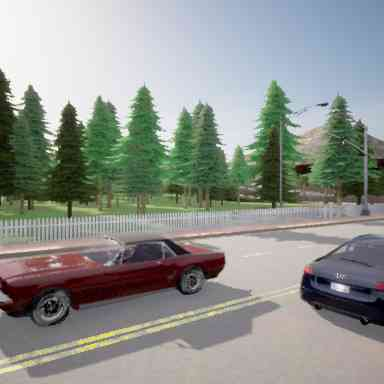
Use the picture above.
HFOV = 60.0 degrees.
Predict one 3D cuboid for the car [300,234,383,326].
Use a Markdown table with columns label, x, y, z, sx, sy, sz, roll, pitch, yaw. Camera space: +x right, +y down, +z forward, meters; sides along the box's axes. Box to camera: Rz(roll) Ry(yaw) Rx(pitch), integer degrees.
| label | x | y | z | sx | sy | sz | roll | pitch | yaw |
| --- | --- | --- | --- | --- | --- | --- | --- | --- | --- |
| car | 4.102 | 1.564 | 6.697 | 4.181 | 1.385 | 1.994 | 0 | 0 | -35 |

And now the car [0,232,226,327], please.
| label | x | y | z | sx | sy | sz | roll | pitch | yaw |
| --- | --- | --- | --- | --- | --- | --- | --- | --- | --- |
| car | -1.606 | 1.601 | 7.147 | 4.718 | 1.301 | 1.895 | 0 | 0 | -36 |
